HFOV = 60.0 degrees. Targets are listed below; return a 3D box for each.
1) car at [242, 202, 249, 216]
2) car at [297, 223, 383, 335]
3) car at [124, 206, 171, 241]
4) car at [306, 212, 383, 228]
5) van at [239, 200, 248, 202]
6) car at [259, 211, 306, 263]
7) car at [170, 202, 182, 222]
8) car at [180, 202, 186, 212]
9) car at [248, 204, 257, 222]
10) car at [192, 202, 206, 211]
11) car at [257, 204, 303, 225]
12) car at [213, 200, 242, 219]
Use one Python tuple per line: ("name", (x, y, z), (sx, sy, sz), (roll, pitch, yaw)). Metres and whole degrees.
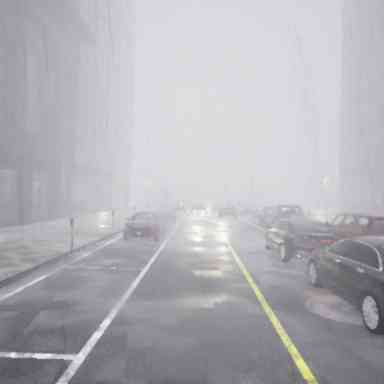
("car", (6.648, 2.197, 39.926), (1.802, 1.307, 4.206), (1, -1, 1))
("car", (3.955, 1.692, 7.017), (1.837, 1.490, 4.892), (1, -1, 1))
("car", (-2.381, 1.684, 17.530), (1.887, 1.381, 4.507), (1, -1, 1))
("car", (6.017, 1.609, 11.693), (2.192, 1.841, 5.009), (1, -1, 1))
("van", (6.781, 2.016, 45.575), (1.690, 1.788, 3.998), (1, -1, 1))
("car", (4.091, 1.764, 13.015), (1.837, 1.490, 4.892), (1, -1, 1))
("car", (-2.127, 1.851, 28.824), (1.802, 1.307, 4.206), (1, -1, 1))
("car", (-1.745, 2.019, 45.766), (1.947, 1.339, 4.313), (1, -1, 1))
("car", (6.396, 1.931, 28.633), (1.967, 1.590, 4.097), (1, -1, 1))
("car", (1.025, 2.133, 50.047), (1.994, 1.385, 4.181), (1, -1, 1))
("car", (6.271, 1.741, 22.987), (2.192, 1.841, 5.009), (1, -1, 1))
("car", (3.728, 1.983, 35.478), (2.128, 1.511, 4.902), (1, -1, 2))
